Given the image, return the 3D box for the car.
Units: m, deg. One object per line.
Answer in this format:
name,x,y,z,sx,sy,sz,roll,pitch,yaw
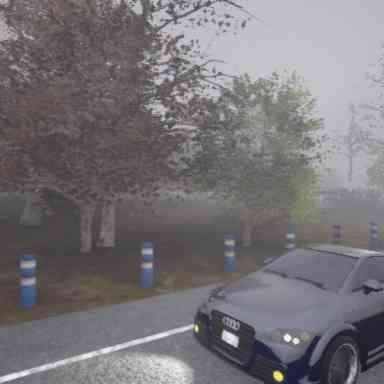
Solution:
car,2.096,1.555,5.093,4.181,1.385,1.994,0,0,-34
